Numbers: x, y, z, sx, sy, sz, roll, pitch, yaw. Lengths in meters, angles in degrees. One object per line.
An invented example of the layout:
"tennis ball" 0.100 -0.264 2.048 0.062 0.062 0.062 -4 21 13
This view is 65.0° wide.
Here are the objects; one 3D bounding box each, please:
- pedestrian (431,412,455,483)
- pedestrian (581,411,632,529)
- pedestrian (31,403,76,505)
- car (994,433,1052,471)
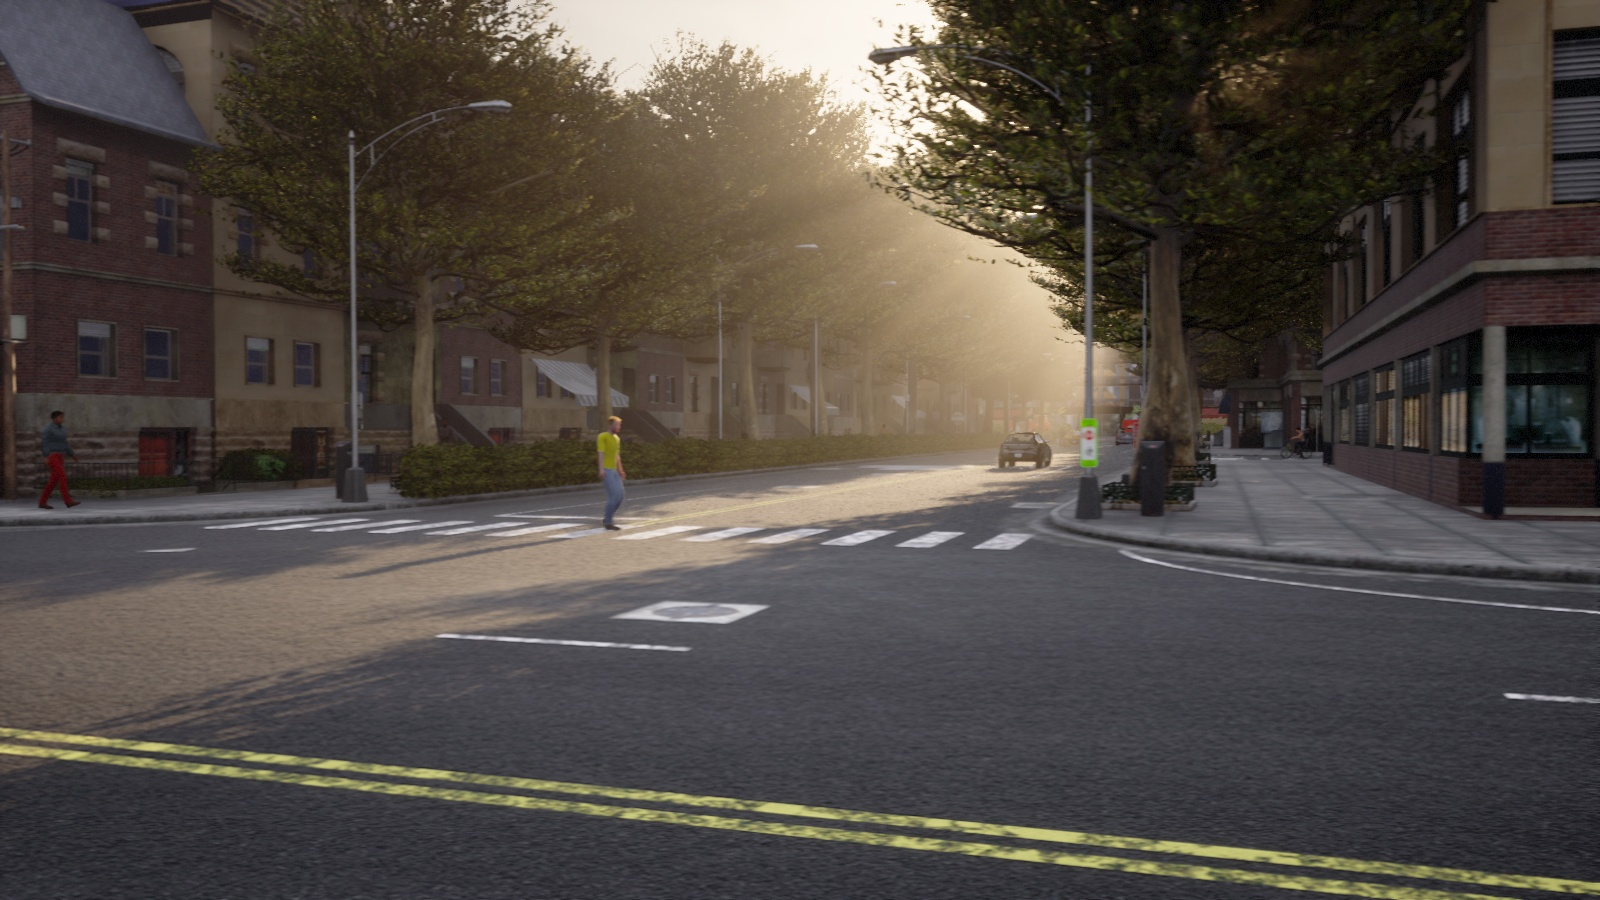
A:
"pedestrian" -9.380 -0.081 33.005 0.331 1.846 0.634 0 1 13
"pedestrian" -3.060 0.304 19.862 0.706 1.836 0.354 1 1 22
"pedestrian" -13.625 0.065 22.932 0.614 1.847 0.353 0 1 4
"car" 9.284 0.042 52.035 1.816 1.474 4.193 1 1 18
